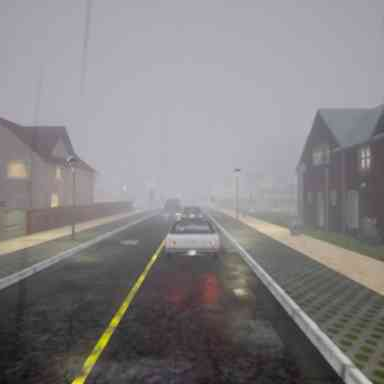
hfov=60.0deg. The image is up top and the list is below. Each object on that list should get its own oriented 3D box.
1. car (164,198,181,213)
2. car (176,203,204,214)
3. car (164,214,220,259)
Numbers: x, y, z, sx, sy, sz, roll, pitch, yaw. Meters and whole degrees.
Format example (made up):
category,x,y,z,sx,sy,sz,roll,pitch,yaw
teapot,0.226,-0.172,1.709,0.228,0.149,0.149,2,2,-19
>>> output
category,x,y,z,sx,sy,sz,roll,pitch,yaw
car,-2.717,1.908,47.544,2.150,2.045,5.566,0,-1,0
car,0.032,1.899,27.538,2.033,1.411,5.357,0,-1,0
car,0.028,1.754,13.257,1.895,1.301,4.718,0,-1,0
